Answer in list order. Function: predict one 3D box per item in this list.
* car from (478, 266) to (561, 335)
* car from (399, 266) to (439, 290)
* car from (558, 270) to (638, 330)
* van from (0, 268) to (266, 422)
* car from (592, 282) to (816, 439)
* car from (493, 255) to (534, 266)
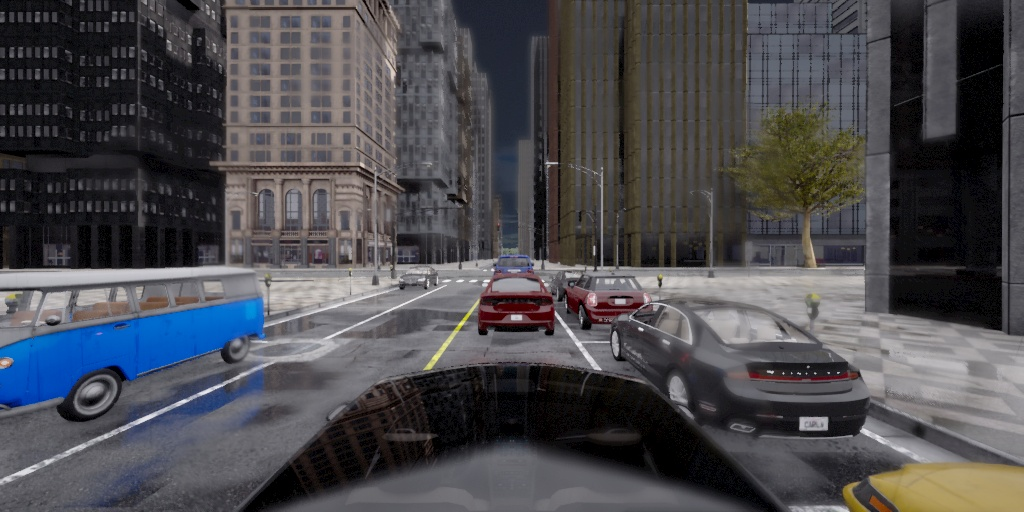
[{"bbox_3d":[0.106,1.226,10.494,1.882,1.535,5.008,0,0,0],"label":"car"},{"bbox_3d":[-5.732,1.296,22.401,2.007,1.370,4.403,0,0,0],"label":"car"},{"bbox_3d":[2.777,1.188,11.108,1.967,1.591,4.097,0,0,0],"label":"car"},{"bbox_3d":[-5.756,1.090,5.478,1.690,1.789,3.998,0,0,0],"label":"van"},{"bbox_3d":[2.769,1.300,5.467,2.007,1.370,4.403,0,0,0],"label":"car"},{"bbox_3d":[0.103,0.967,20.378,2.150,2.045,5.566,0,0,0],"label":"car"}]
